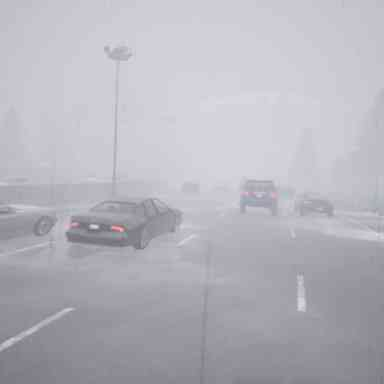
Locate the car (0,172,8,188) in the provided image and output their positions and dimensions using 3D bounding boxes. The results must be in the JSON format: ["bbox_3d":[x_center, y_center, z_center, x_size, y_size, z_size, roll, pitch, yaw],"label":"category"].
[{"bbox_3d":[-19.214,-1.078,29.987,1.882,1.535,5.008,3,3,10],"label":"car"}]

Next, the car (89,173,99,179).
[{"bbox_3d":[-22.263,-3.718,75.849,1.994,1.385,4.181,2,3,-9],"label":"car"}]

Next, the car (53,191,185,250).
[{"bbox_3d":[-1.833,0.831,10.905,2.033,1.411,5.357,3,3,15],"label":"car"}]

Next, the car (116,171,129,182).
[{"bbox_3d":[-14.045,-3.172,67.224,2.150,2.045,5.566,2,3,-5],"label":"car"}]

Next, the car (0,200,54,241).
[{"bbox_3d":[-5.972,0.787,9.329,1.895,1.301,4.718,4,3,17],"label":"car"}]

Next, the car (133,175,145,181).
[{"bbox_3d":[-10.399,-2.661,65.572,1.882,1.535,5.008,3,3,-4],"label":"car"}]

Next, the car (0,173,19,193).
[{"bbox_3d":[-16.372,-0.734,26.330,2.128,1.511,4.902,3,3,11],"label":"car"}]

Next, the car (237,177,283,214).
[{"bbox_3d":[4.337,0.189,21.500,2.150,2.045,5.566,3,3,11],"label":"car"}]

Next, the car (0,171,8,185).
[{"bbox_3d":[-21.946,-1.461,34.923,2.128,1.511,4.902,3,3,8],"label":"car"}]

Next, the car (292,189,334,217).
[{"bbox_3d":[7.658,0.673,21.007,1.812,1.442,4.674,3,3,11],"label":"car"}]

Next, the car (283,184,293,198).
[{"bbox_3d":[10.202,-0.172,37.378,1.882,1.535,5.008,3,4,6],"label":"car"}]

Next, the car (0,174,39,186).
[{"bbox_3d":[-13.211,-0.450,24.393,1.812,1.442,4.674,3,3,11],"label":"car"}]

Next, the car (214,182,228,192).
[{"bbox_3d":[3.910,-0.768,45.258,1.895,1.301,4.718,3,3,3],"label":"car"}]

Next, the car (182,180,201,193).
[{"bbox_3d":[0.006,-0.734,39.270,1.882,1.535,5.008,3,3,5],"label":"car"}]

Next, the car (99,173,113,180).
[{"bbox_3d":[-18.056,-3.284,71.444,2.128,1.511,4.902,2,3,-7],"label":"car"}]
